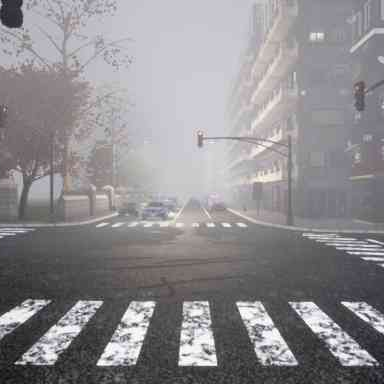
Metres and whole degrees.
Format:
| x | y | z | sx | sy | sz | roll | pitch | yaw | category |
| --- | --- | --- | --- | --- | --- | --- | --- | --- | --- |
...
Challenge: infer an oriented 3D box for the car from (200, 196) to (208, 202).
| x | y | z | sx | sy | sz | roll | pitch | yaw | category |
| --- | --- | --- | --- | --- | --- | --- | --- | --- | --- |
| 2.959 | 1.637 | 81.537 | 1.887 | 1.381 | 4.507 | 0 | 0 | 0 | car |

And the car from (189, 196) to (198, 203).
| x | y | z | sx | sy | sz | roll | pitch | yaw | category |
| --- | --- | --- | --- | --- | --- | --- | --- | --- | --- |
| 0.301 | 1.596 | 71.189 | 1.812 | 1.442 | 4.674 | 0 | 0 | 0 | car |

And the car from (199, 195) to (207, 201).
| x | y | z | sx | sy | sz | roll | pitch | yaw | category |
| --- | --- | --- | --- | --- | --- | --- | --- | --- | --- |
| 2.978 | 1.546 | 87.166 | 1.967 | 1.590 | 4.097 | 0 | 0 | 0 | car |

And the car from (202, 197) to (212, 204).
| x | y | z | sx | sy | sz | roll | pitch | yaw | category |
| --- | --- | --- | --- | --- | --- | --- | --- | --- | --- |
| 2.904 | 1.604 | 64.646 | 1.887 | 1.381 | 4.507 | 0 | 0 | 0 | car |

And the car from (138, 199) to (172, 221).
| x | y | z | sx | sy | sz | roll | pitch | yaw | category |
| --- | --- | --- | --- | --- | --- | --- | --- | --- | --- |
| -3.005 | 1.538 | 27.877 | 1.812 | 1.442 | 4.674 | 0 | 0 | 0 | car |

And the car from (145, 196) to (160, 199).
| x | y | z | sx | sy | sz | roll | pitch | yaw | category |
| --- | --- | --- | --- | --- | --- | --- | --- | --- | --- |
| -5.550 | 1.551 | 41.984 | 1.752 | 1.417 | 4.829 | 0 | 0 | 0 | car |

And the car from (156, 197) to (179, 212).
| x | y | z | sx | sy | sz | roll | pitch | yaw | category |
| --- | --- | --- | --- | --- | --- | --- | --- | --- | --- |
| -2.963 | 1.624 | 39.716 | 1.895 | 1.301 | 4.718 | 0 | 0 | 0 | car |

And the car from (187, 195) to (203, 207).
| x | y | z | sx | sy | sz | roll | pitch | yaw | category |
| --- | --- | --- | --- | --- | --- | --- | --- | --- | --- |
| 0.267 | 1.600 | 50.961 | 1.994 | 1.385 | 4.181 | 0 | 0 | 0 | car |

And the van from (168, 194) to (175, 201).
| x | y | z | sx | sy | sz | roll | pitch | yaw | category |
| --- | --- | --- | --- | --- | --- | --- | --- | --- | --- |
| -5.402 | 1.446 | 87.194 | 1.690 | 1.788 | 3.998 | 0 | 0 | 0 | van |

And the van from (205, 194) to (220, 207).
| x | y | z | sx | sy | sz | roll | pitch | yaw | category |
| --- | --- | --- | --- | --- | --- | --- | --- | --- | --- |
| 2.831 | 1.367 | 42.126 | 1.690 | 1.788 | 3.998 | 0 | 0 | 0 | van |

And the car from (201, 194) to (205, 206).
| x | y | z | sx | sy | sz | roll | pitch | yaw | category |
| --- | --- | --- | --- | --- | --- | --- | --- | --- | --- |
| 2.868 | 1.481 | 53.387 | 1.967 | 1.590 | 4.097 | 0 | 0 | 0 | car |

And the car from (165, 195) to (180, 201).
| x | y | z | sx | sy | sz | roll | pitch | yaw | category |
| --- | --- | --- | --- | --- | --- | --- | --- | --- | --- |
| -2.912 | 1.541 | 50.401 | 1.837 | 1.490 | 4.892 | 0 | 0 | 0 | car |

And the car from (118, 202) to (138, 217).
| x | y | z | sx | sy | sz | roll | pitch | yaw | category |
| --- | --- | --- | --- | --- | --- | --- | --- | --- | --- |
| -5.587 | 1.580 | 30.893 | 1.947 | 1.339 | 4.313 | 0 | 0 | 0 | car |

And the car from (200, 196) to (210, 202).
| x | y | z | sx | sy | sz | roll | pitch | yaw | category |
| --- | --- | --- | --- | --- | --- | --- | --- | --- | --- |
| 2.941 | 1.630 | 75.907 | 2.008 | 1.369 | 4.403 | 0 | 0 | 0 | car |

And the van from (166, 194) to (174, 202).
| x | y | z | sx | sy | sz | roll | pitch | yaw | category |
| --- | --- | --- | --- | --- | --- | --- | --- | --- | --- |
| -5.421 | 1.433 | 81.565 | 1.690 | 1.788 | 3.998 | 0 | 0 | 0 | van |

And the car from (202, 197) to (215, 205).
| x | y | z | sx | sy | sz | roll | pitch | yaw | category |
| --- | --- | --- | --- | --- | --- | --- | --- | --- | --- |
| 2.885 | 1.600 | 59.017 | 2.008 | 1.369 | 4.403 | 0 | 0 | 0 | car |

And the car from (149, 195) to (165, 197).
| x | y | z | sx | sy | sz | roll | pitch | yaw | category |
| --- | --- | --- | --- | --- | --- | --- | --- | --- | --- |
| -5.531 | 1.348 | 47.784 | 2.192 | 1.841 | 5.009 | 0 | 0 | 0 | car |

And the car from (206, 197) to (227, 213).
| x | y | z | sx | sy | sz | roll | pitch | yaw | category |
| --- | --- | --- | --- | --- | --- | --- | --- | --- | --- |
| 2.812 | 1.564 | 36.495 | 1.887 | 1.381 | 4.507 | 0 | 0 | 0 | car |

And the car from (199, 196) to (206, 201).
| x | y | z | sx | sy | sz | roll | pitch | yaw | category |
| --- | --- | --- | --- | --- | --- | --- | --- | --- | --- |
| 2.996 | 1.702 | 92.797 | 1.802 | 1.307 | 4.206 | 0 | 0 | 0 | car |
